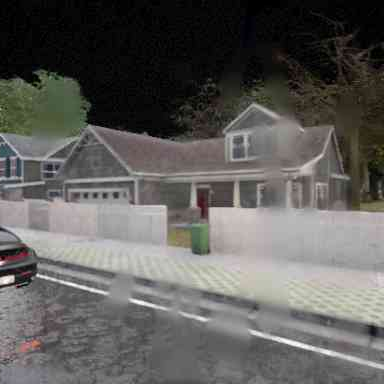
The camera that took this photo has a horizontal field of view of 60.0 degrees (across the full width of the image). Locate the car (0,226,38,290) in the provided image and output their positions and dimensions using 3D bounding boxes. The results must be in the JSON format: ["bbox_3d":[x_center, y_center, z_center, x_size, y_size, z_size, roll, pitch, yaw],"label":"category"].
[{"bbox_3d":[-5.664,1.517,8.035,4.892,1.490,1.837,0,0,36],"label":"car"}]
